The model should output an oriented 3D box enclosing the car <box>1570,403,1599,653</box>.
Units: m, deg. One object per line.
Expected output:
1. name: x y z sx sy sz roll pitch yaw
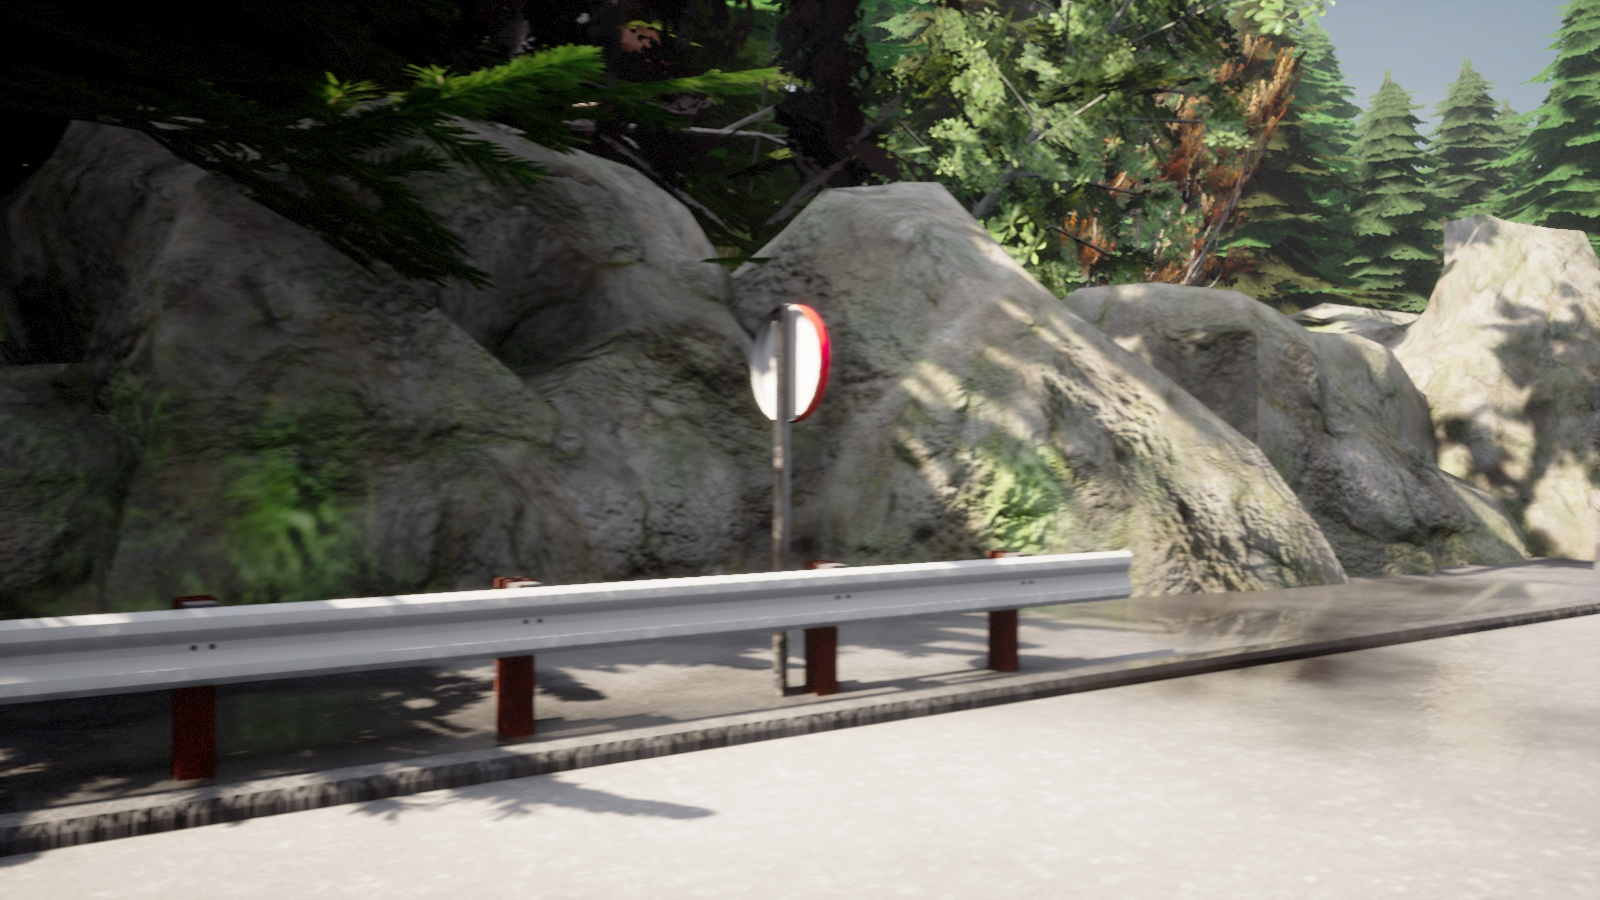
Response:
1. car: 8.261 0.580 9.988 4.605 1.855 1.932 0 0 -35
